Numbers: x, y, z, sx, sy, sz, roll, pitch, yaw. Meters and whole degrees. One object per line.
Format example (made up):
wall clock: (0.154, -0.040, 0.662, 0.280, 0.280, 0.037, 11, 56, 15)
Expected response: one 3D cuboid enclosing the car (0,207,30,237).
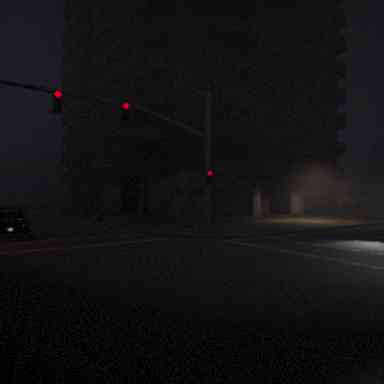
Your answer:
car: (-9.743, 1.505, 17.336, 2.128, 1.511, 4.902, 1, 0, -35)
